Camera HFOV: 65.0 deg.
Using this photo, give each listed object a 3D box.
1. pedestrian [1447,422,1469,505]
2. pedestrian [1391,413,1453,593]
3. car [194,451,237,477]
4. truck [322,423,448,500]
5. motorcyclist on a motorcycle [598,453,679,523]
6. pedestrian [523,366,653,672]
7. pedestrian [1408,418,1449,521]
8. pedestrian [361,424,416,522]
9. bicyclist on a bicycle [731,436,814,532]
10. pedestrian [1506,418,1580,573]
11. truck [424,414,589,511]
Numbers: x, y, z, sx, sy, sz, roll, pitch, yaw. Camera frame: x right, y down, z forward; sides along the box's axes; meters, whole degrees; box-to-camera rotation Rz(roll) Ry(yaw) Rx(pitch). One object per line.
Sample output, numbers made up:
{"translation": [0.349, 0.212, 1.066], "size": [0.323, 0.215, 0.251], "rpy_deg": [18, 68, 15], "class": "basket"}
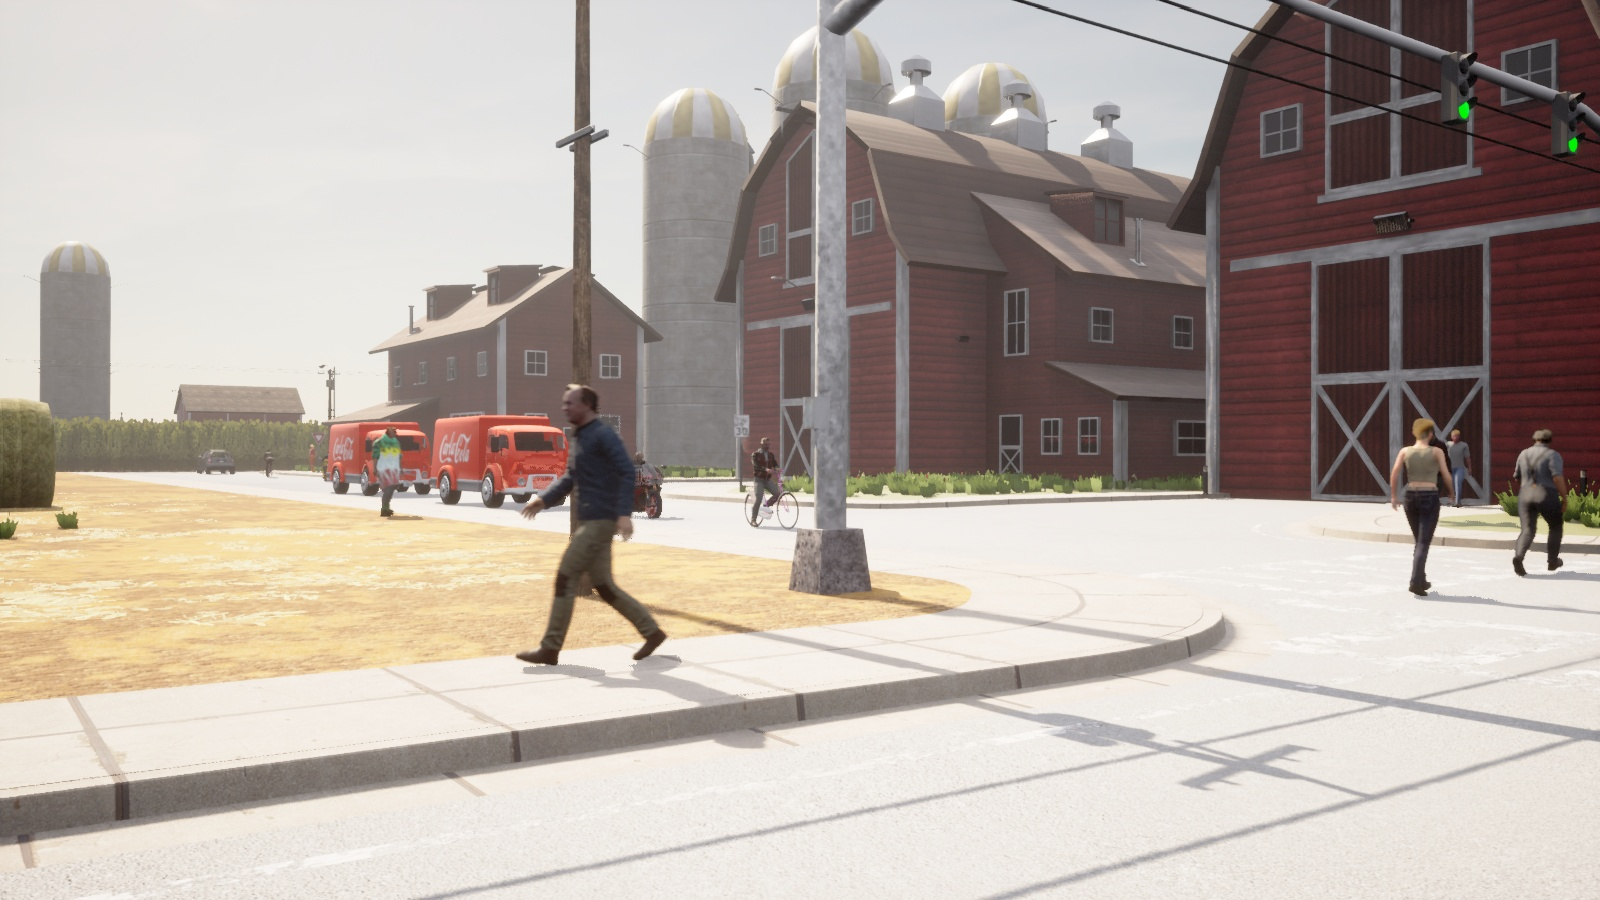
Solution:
{"translation": [14.657, 0.296, 27.958], "size": [0.354, 1.836, 0.706], "rpy_deg": [0, 0, 35], "class": "pedestrian"}
{"translation": [6.474, 0.538, 13.072], "size": [0.594, 1.836, 0.345], "rpy_deg": [0, 0, -38], "class": "pedestrian"}
{"translation": [-38.524, 0.900, 82.705], "size": [1.851, 1.617, 3.988], "rpy_deg": [0, 0, -36], "class": "car"}
{"translation": [-14.410, 0.349, 43.388], "size": [2.627, 2.467, 5.204], "rpy_deg": [-1, 1, -36], "class": "truck"}
{"translation": [-3.696, 0.831, 28.585], "size": [0.866, 1.530, 2.191], "rpy_deg": [0, 0, -36], "class": "motorcyclist on a motorcycle"}
{"translation": [-1.333, 0.414, 7.886], "size": [0.726, 1.842, 0.402], "rpy_deg": [0, 0, -24], "class": "pedestrian"}
{"translation": [11.590, 0.352, 23.165], "size": [0.634, 1.844, 0.899], "rpy_deg": [0, 0, 25], "class": "pedestrian"}
{"translation": [-8.387, 0.455, 25.574], "size": [0.873, 1.952, 0.659], "rpy_deg": [0, 0, 32], "class": "pedestrian"}
{"translation": [-0.547, 0.644, 24.227], "size": [0.659, 1.776, 1.843], "rpy_deg": [0, -1, -36], "class": "bicyclist on a bicycle"}
{"translation": [9.085, 0.538, 15.362], "size": [0.694, 1.848, 0.540], "rpy_deg": [0, 0, -35], "class": "pedestrian"}
{"translation": [-8.225, 0.334, 34.843], "size": [2.627, 2.467, 5.204], "rpy_deg": [0, 0, -36], "class": "truck"}
